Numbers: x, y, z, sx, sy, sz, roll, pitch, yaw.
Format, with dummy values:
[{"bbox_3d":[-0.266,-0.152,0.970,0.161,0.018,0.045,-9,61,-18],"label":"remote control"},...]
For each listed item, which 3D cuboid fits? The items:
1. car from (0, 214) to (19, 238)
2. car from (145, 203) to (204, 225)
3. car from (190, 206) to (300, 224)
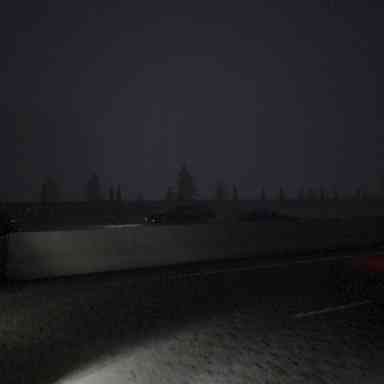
[{"bbox_3d":[-10.058,1.508,14.050,4.902,1.511,2.128,-1,0,-25],"label":"car"},{"bbox_3d":[-0.734,1.492,22.257,4.892,1.490,1.837,0,0,-25],"label":"car"},{"bbox_3d":[2.874,1.537,16.216,5.357,1.411,2.033,0,0,-25],"label":"car"}]
